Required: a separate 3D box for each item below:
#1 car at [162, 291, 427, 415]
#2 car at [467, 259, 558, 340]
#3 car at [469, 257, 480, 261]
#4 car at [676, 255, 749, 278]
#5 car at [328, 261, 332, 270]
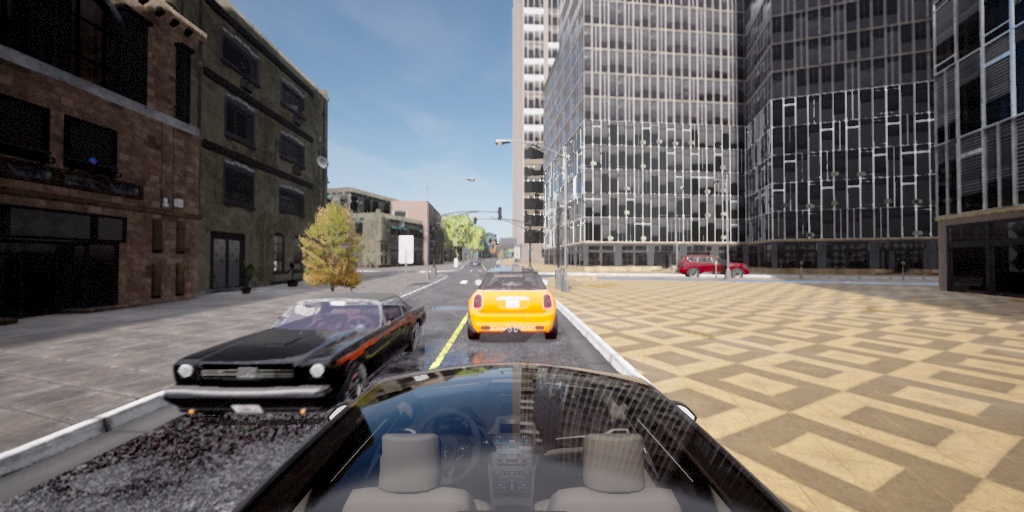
[{"bbox_3d":[-2.884,1.340,6.087,1.895,1.301,4.718,0,0,0],"label":"car"},{"bbox_3d":[-0.004,1.082,10.104,2.097,1.767,4.553,0,0,-1],"label":"car"},{"bbox_3d":[-6.376,1.126,62.069,1.812,1.442,4.674,0,0,-5],"label":"car"},{"bbox_3d":[15.721,0.866,28.374,5.009,1.841,2.192,0,0,18],"label":"car"},{"bbox_3d":[-20.619,1.213,40.230,4.313,1.339,1.948,0,0,18],"label":"car"}]
